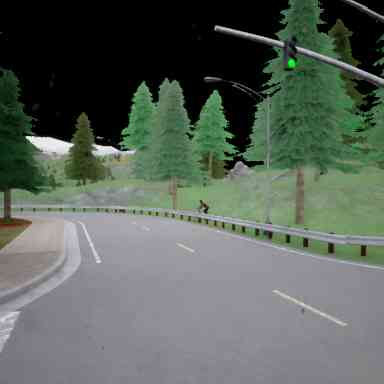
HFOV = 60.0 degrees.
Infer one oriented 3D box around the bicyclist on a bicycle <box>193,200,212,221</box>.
[{"bbox_3d":[0.840,1.432,25.529,1.656,1.620,0.582,-1,2,-20],"label":"bicyclist on a bicycle"}]
